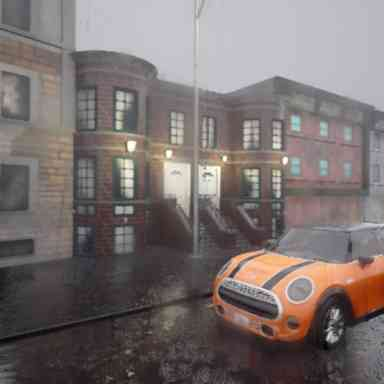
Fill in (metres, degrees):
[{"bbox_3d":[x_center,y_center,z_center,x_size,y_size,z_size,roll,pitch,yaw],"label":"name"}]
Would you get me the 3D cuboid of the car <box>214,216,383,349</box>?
[{"bbox_3d":[2.601,1.393,6.440,4.553,1.767,2.097,0,0,-35],"label":"car"}]
